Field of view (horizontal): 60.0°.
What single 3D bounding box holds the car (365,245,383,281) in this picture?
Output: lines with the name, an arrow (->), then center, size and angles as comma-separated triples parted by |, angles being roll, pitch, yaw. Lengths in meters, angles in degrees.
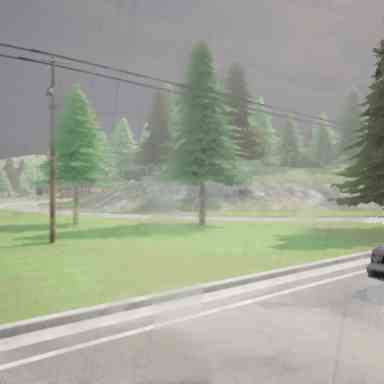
car -> 6.560, 1.572, 8.472 | 5.357, 1.411, 2.033 | 0, 0, -35
